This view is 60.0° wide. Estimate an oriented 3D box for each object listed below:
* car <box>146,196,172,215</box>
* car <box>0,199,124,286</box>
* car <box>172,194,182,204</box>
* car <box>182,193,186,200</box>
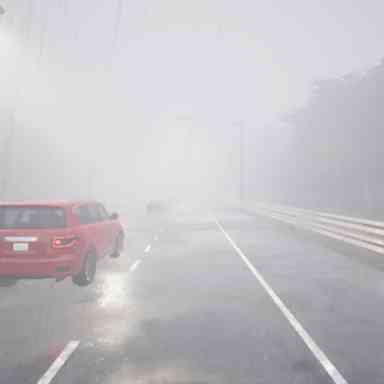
[{"bbox_3d":[-3.424,1.427,33.707,1.882,1.535,5.008,0,0,0],"label":"car"},{"bbox_3d":[-3.490,1.207,9.477,2.150,2.045,5.566,0,0,0],"label":"car"},{"bbox_3d":[-3.323,1.433,60.829,1.812,1.442,4.674,0,0,0],"label":"car"},{"bbox_3d":[-3.226,1.460,86.995,1.895,1.301,4.718,0,0,0],"label":"car"}]
